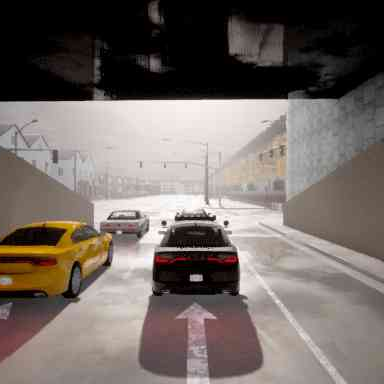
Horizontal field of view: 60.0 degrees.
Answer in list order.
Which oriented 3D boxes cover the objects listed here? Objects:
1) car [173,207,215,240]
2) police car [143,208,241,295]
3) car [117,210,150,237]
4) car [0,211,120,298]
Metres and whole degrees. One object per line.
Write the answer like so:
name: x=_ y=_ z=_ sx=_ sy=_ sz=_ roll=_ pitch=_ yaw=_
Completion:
car: x=0.094 y=1.564 z=17.852 sx=1.994 sy=1.385 sz=4.181 roll=0 pitch=0 yaw=0
police car: x=0.087 y=1.425 z=8.890 sx=1.930 sy=1.638 sz=5.238 roll=0 pitch=0 yaw=0
car: x=-3.404 y=1.601 z=17.808 sx=1.895 sy=1.301 sz=4.718 roll=0 pitch=0 yaw=0
car: x=-3.409 y=1.478 z=8.565 sx=1.882 sy=1.535 sz=5.008 roll=0 pitch=0 yaw=0
